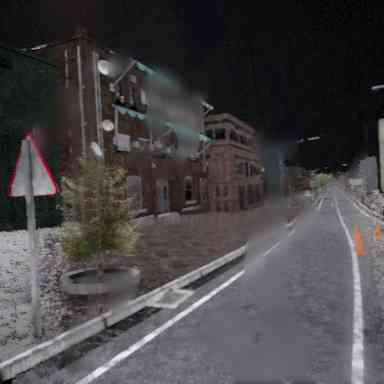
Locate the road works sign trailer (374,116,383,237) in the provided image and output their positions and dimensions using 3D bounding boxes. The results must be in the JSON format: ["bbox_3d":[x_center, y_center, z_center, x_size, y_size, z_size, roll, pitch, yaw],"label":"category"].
[{"bbox_3d":[4.417,0.385,5.495,2.380,3.560,2.880,-2,-1,21],"label":"road works sign trailer"}]

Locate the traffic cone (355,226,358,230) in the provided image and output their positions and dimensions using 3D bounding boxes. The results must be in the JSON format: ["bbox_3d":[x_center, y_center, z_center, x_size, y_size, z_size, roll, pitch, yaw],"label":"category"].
[{"bbox_3d":[7.856,2.032,15.830,0.340,0.580,0.340,-3,-2,25],"label":"traffic cone"}]

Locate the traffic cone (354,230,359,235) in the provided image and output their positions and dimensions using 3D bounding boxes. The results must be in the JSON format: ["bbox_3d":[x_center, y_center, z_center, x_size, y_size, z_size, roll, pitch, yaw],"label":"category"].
[{"bbox_3d":[7.014,1.999,14.014,0.340,0.580,0.340,-3,-2,25],"label":"traffic cone"}]

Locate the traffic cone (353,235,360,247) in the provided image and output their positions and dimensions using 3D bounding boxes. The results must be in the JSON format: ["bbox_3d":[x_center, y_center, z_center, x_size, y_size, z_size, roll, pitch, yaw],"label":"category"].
[{"bbox_3d":[6.172,1.973,12.200,0.340,0.580,0.340,-3,-2,25],"label":"traffic cone"}]

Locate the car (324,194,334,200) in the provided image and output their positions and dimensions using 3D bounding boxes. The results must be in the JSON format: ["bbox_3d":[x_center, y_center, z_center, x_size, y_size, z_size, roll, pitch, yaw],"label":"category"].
[{"bbox_3d":[32.959,1.186,80.146,1.837,1.490,4.892,-3,1,23],"label":"car"}]
